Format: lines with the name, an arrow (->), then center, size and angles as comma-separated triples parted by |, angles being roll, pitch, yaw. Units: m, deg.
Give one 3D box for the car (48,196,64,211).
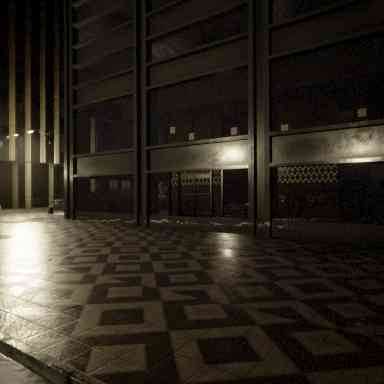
car -> -13.603, 1.067, 38.363 | 2.150, 2.045, 5.566 | 0, 0, 35
